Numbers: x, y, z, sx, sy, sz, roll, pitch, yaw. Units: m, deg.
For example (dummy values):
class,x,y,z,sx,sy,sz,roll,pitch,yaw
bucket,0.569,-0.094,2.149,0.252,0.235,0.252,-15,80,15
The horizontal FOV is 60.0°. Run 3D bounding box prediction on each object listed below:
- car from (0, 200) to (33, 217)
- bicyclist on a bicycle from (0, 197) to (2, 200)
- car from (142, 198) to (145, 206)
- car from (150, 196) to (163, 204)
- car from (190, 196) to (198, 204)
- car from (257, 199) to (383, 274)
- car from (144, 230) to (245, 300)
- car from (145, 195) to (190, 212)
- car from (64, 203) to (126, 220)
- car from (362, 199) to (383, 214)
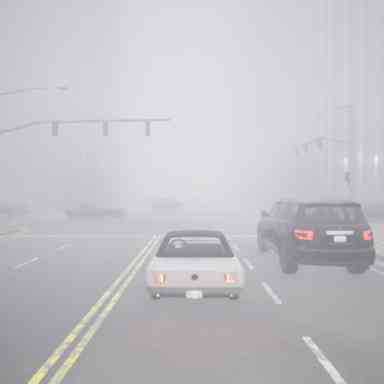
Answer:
class,x,y,z,sx,sy,sz,roll,pitch,yaw
car,-17.480,1.485,31.012,4.902,1.511,2.128,0,0,-2
bicyclist on a bicycle,-26.356,1.292,45.380,0.582,1.620,1.656,0,0,0
car,-7.011,1.340,55.217,2.097,1.767,4.553,0,0,0
car,-6.936,1.533,65.737,2.033,1.411,5.357,0,0,1
car,0.180,1.464,63.182,1.882,1.535,5.008,0,0,0
car,3.589,1.220,10.698,2.150,2.045,5.566,0,0,0
car,0.072,1.599,8.346,1.895,1.301,4.718,0,0,1
car,-2.783,1.483,38.565,2.128,1.511,4.902,0,0,32
car,-7.909,1.595,27.557,4.718,1.301,1.895,0,0,0
car,20.895,1.484,35.011,4.902,1.511,2.128,0,0,-1
